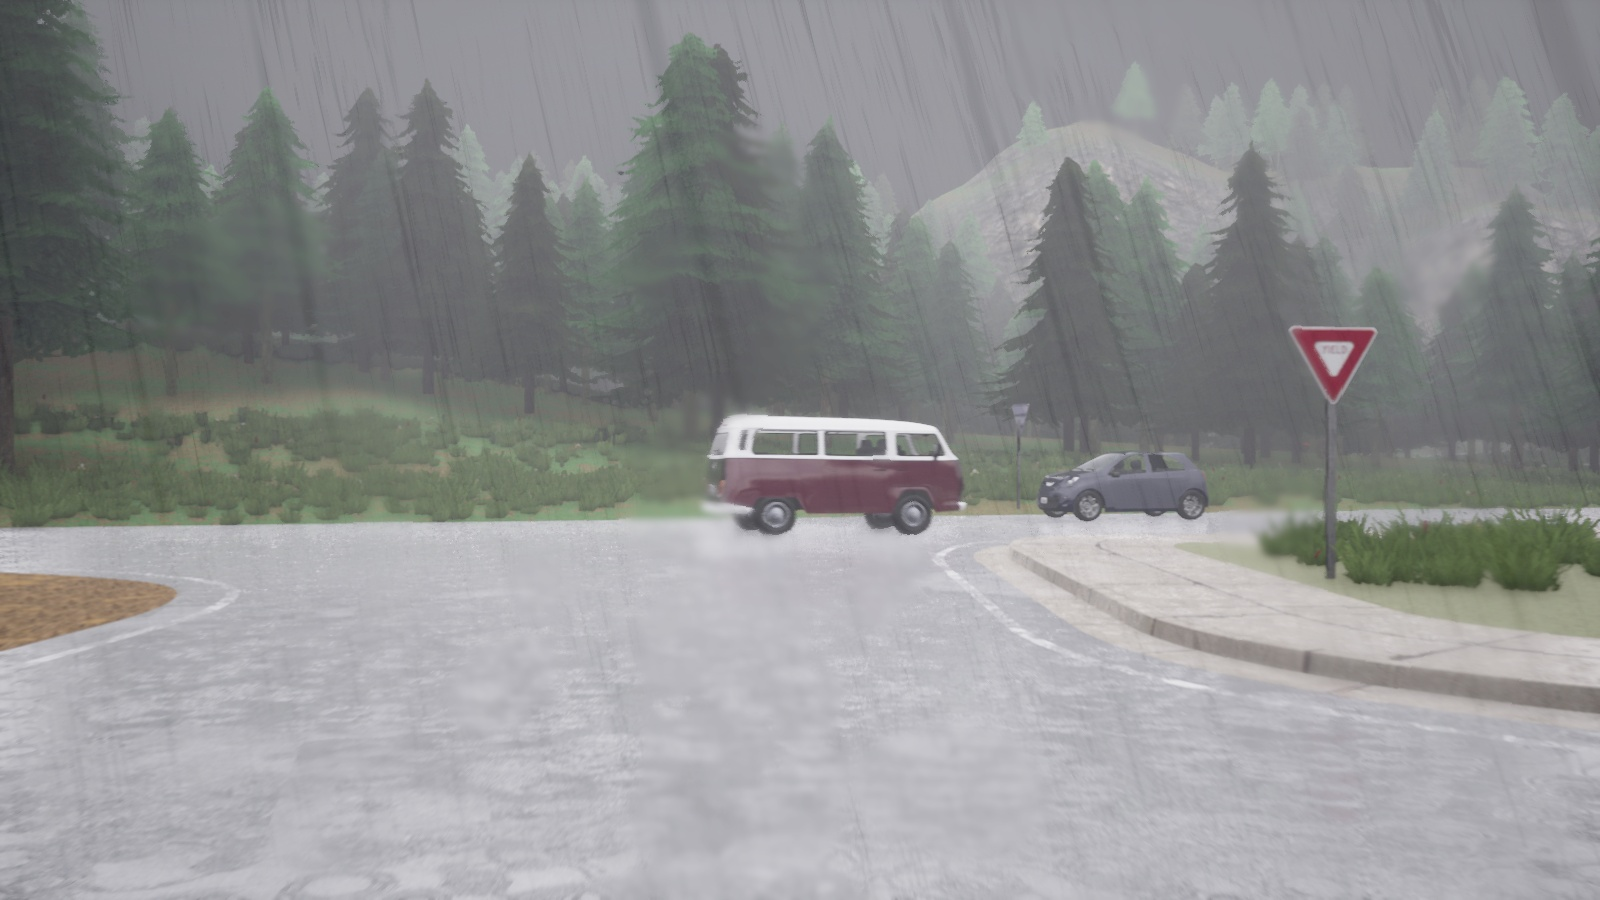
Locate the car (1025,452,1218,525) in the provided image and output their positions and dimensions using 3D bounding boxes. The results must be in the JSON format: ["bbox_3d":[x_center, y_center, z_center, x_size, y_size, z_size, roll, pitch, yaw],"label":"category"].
[{"bbox_3d":[6.996,0.804,27.428,3.633,1.501,1.845,0,0,-16],"label":"car"}]

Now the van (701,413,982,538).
[{"bbox_3d":[0.681,0.445,21.958,4.480,2.038,2.069,1,-1,-16],"label":"van"}]
